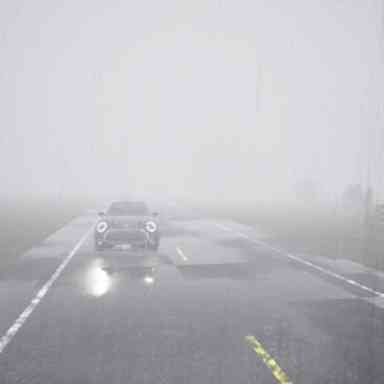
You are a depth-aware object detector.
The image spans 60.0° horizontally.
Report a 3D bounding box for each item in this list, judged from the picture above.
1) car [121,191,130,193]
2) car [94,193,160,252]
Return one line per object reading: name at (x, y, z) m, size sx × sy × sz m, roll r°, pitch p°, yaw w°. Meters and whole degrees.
car at (-9.664, 0.584, 48.595) m, size 1.994 × 1.385 × 4.181 m, roll 1°, pitch 1°, yaw -11°
car at (-2.400, 1.096, 12.654) m, size 2.097 × 1.767 × 4.553 m, roll 1°, pitch 1°, yaw -9°
